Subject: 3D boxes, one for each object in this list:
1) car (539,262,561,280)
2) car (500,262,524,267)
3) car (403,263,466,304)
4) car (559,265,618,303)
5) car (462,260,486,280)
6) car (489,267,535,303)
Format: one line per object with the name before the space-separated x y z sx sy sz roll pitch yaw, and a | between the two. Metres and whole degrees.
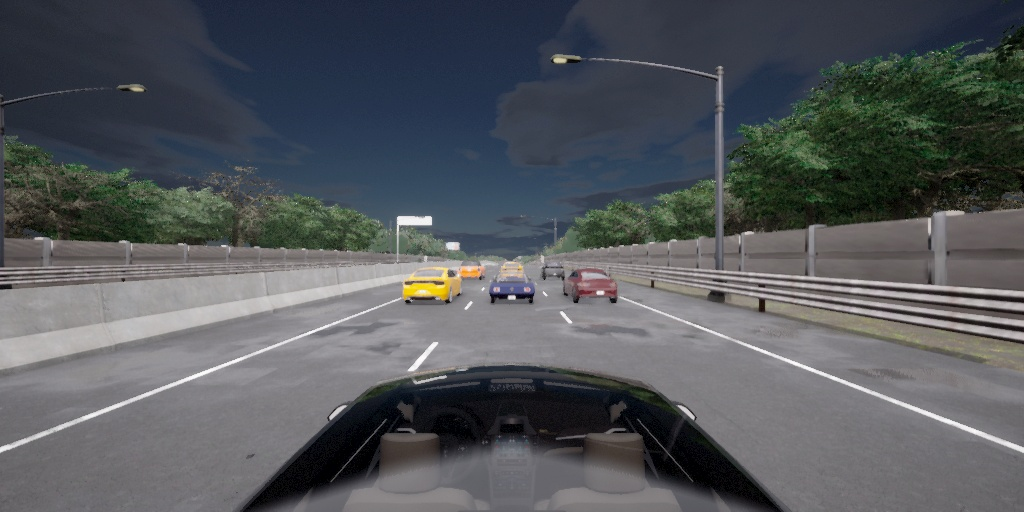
car | 3.500 1.296 31.503 2.128 1.511 4.902 0 0 0
car | 0.000 1.286 31.503 1.882 1.535 5.008 0 0 0
car | -3.500 1.246 16.501 1.882 1.535 5.008 0 0 0
car | 3.500 1.294 16.501 1.812 1.442 4.674 0 0 0
car | -3.500 1.167 31.474 2.097 1.767 4.553 0 0 0
car | 0.000 1.377 16.531 1.895 1.301 4.718 0 0 0
